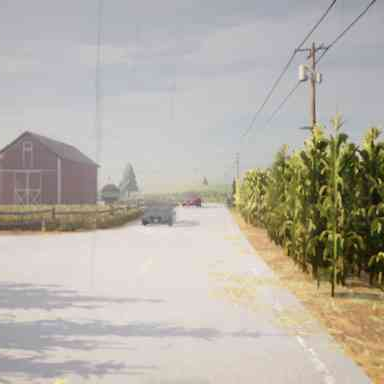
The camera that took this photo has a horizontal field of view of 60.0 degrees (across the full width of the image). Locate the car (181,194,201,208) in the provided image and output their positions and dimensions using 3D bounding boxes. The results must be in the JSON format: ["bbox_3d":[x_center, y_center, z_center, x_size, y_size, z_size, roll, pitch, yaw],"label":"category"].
[{"bbox_3d":[-0.056,1.303,49.623,2.150,2.045,5.566,-1,0,11],"label":"car"}]

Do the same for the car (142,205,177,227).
[{"bbox_3d":[-2.175,1.608,23.147,1.994,1.385,4.181,0,0,4],"label":"car"}]
